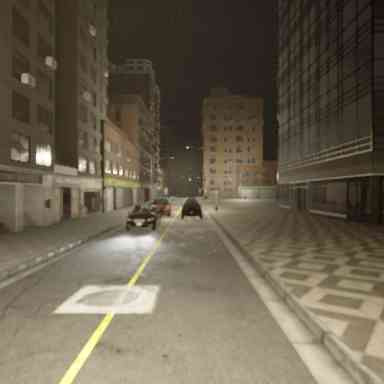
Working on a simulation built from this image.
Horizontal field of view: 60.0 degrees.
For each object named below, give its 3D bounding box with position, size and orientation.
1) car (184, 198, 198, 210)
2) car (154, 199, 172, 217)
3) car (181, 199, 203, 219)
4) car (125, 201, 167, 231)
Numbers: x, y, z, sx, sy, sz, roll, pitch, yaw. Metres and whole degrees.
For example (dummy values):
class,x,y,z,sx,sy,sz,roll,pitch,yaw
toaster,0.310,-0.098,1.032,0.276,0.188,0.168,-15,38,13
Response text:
class,x,y,z,sx,sy,sz,roll,pitch,yaw
car,-0.075,1.665,45.671,1.812,1.442,4.674,0,0,0
car,-3.096,1.502,32.912,2.097,1.767,4.553,0,0,0
car,-0.021,1.621,31.064,1.882,1.535,5.008,0,0,0
car,-3.061,1.602,21.635,2.128,1.511,4.902,0,0,0
